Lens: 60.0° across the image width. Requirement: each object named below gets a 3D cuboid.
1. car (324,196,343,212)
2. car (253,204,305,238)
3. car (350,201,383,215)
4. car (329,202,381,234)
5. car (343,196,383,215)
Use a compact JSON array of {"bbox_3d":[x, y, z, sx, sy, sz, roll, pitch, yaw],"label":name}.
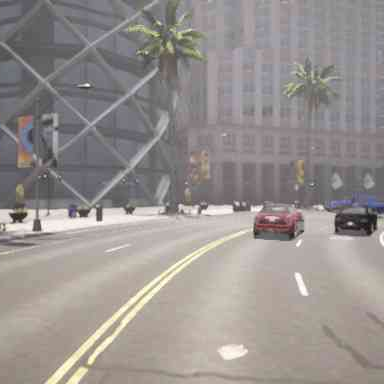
[{"bbox_3d":[18.553,1.457,40.098,5.566,2.045,2.150,0,-1,-22],"label":"car"},{"bbox_3d":[4.994,1.452,18.630,2.097,1.767,4.553,0,0,27],"label":"car"},{"bbox_3d":[20.555,1.767,37.164,5.357,1.411,2.033,0,0,-21],"label":"car"},{"bbox_3d":[10.020,1.596,20.177,1.882,1.535,5.008,0,0,34],"label":"car"},{"bbox_3d":[17.177,1.408,31.362,5.566,2.045,2.150,0,0,-31],"label":"car"}]
